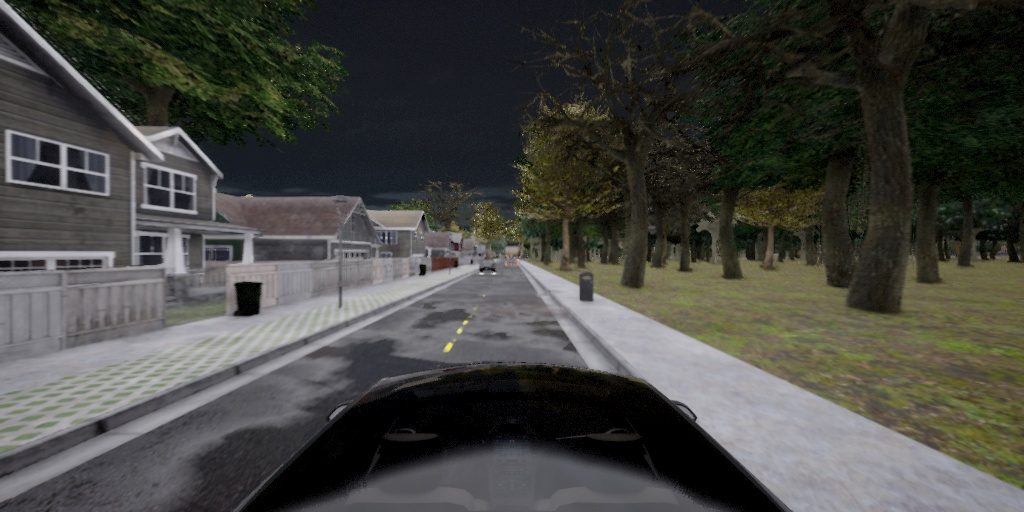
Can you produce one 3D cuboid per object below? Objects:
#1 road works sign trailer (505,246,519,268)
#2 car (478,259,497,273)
[{"bbox_3d":[-0.011,0.099,59.259,2.380,3.560,2.880,0,0,0],"label":"road works sign trailer"},{"bbox_3d":[-2.840,1.168,42.566,1.837,1.490,4.892,0,0,0],"label":"car"}]
